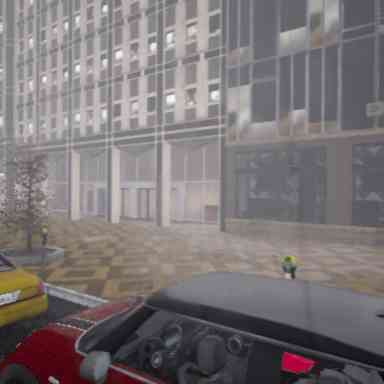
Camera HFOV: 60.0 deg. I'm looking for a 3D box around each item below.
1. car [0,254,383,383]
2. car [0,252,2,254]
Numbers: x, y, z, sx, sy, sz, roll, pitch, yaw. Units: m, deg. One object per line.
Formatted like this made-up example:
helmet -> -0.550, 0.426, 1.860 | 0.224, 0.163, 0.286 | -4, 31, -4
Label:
car -> 0.153, 1.440, 2.754 | 4.097, 1.590, 1.967 | 0, 1, 35
car -> -4.612, 1.523, 6.153 | 4.829, 1.417, 1.752 | 0, 1, 35
